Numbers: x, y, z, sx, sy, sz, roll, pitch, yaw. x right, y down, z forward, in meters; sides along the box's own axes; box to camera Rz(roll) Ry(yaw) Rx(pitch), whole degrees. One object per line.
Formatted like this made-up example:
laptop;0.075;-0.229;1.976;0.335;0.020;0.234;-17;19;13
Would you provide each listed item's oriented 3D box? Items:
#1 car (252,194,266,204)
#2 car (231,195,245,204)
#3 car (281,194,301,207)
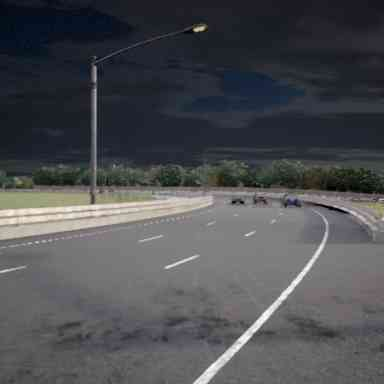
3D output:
car;10.584;1.068;52.455;1.837;1.490;4.892;1;1;5
car;6.976;1.158;50.715;1.895;1.301;4.718;0;1;6
car;13.033;1.009;44.184;2.097;1.767;4.553;0;1;9
